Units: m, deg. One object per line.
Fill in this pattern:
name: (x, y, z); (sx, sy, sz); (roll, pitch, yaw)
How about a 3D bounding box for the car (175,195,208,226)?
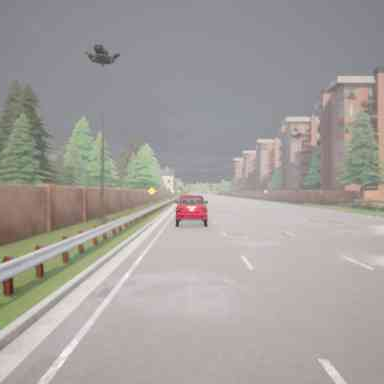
car: (-0.036, 1.209, 23.674); (2.150, 2.045, 5.566); (0, 0, 0)
